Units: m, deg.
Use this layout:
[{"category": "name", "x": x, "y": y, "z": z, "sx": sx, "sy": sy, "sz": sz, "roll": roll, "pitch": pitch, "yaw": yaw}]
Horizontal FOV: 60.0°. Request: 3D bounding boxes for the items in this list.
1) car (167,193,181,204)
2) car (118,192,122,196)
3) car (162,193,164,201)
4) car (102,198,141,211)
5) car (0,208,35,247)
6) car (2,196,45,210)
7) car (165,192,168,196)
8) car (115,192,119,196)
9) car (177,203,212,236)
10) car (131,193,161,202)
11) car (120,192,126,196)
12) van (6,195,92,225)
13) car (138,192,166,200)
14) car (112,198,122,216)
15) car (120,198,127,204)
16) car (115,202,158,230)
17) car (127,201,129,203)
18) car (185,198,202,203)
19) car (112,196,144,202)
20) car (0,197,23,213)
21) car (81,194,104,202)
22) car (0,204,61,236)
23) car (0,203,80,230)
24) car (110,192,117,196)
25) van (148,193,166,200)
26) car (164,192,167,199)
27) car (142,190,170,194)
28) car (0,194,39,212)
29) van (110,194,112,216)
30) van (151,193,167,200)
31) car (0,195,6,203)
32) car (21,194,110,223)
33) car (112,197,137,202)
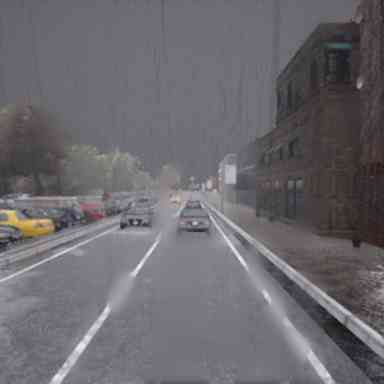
[{"category": "car", "x": -3.122, "y": 1.521, "z": 63.252, "sx": 1.882, "sy": 1.535, "sz": 5.008, "roll": 0, "pitch": 0, "yaw": 1}, {"category": "car", "x": -21.611, "y": 1.442, "z": 86.806, "sx": 4.792, "sy": 1.488, "sz": 2.163, "roll": 0, "pitch": 0, "yaw": 1}, {"category": "car", "x": -9.188, "y": 1.462, "z": 72.739, "sx": 4.674, "sy": 1.452, "sz": 2.002, "roll": 0, "pitch": 0, "yaw": 0}, {"category": "car", "x": -9.198, "y": 1.630, "z": 43.752, "sx": 4.674, "sy": 1.452, "sz": 2.002, "roll": -1, "pitch": 0, "yaw": 1}, {"category": "car", "x": -9.372, "y": 1.548, "z": 13.279, "sx": 4.892, "sy": 1.521, "sz": 2.231, "roll": 0, "pitch": 0, "yaw": 0}, {"category": "car", "x": -22.231, "y": 1.462, "z": 43.977, "sx": 4.553, "sy": 1.767, "sz": 2.185, "roll": 0, "pitch": 0, "yaw": 0}, {"category": "car", "x": -9.117, "y": 1.417, "z": 81.216, "sx": 5.008, "sy": 1.535, "sz": 2.097, "roll": 0, "pitch": 0, "yaw": 0}, {"category": "car", "x": -21.636, "y": 1.443, "z": 83.982, "sx": 4.792, "sy": 1.488, "sz": 2.163, "roll": 0, "pitch": 0, "yaw": 1}, {"category": "car", "x": 0.147, "y": 1.581, "z": 18.761, "sx": 2.033, "sy": 1.411, "sz": 5.357, "roll": 0, "pitch": 0, "yaw": 0}, {"category": "car", "x": -9.263, "y": 1.455, "z": 67.087, "sx": 4.792, "sy": 1.488, "sz": 2.163, "roll": 0, "pitch": 0, "yaw": 0}, {"category": "car", "x": -21.587, "y": 1.159, "z": 89.629, "sx": 5.566, "sy": 2.045, "sz": 2.435, "roll": 0, "pitch": 0, "yaw": 1}, {"category": "van", "x": -9.199, "y": 1.334, "z": 21.628, "sx": 4.442, "sy": 1.987, "sz": 1.878, "roll": 0, "pitch": 0, "yaw": 0}, {"category": "car", "x": -9.346, "y": 1.418, "z": 75.566, "sx": 5.366, "sy": 1.575, "sz": 1.946, "roll": 0, "pitch": 0, "yaw": 0}, {"category": "car", "x": -9.259, "y": 1.572, "z": 29.977, "sx": 4.892, "sy": 1.521, "sz": 2.231, "roll": 0, "pitch": 0, "yaw": 0}, {"category": "car", "x": -9.220, "y": 1.604, "z": 32.761, "sx": 4.792, "sy": 1.488, "sz": 2.163, "roll": 0, "pitch": 0, "yaw": 0}, {"category": "car", "x": -3.298, "y": 1.600, "z": 21.320, "sx": 1.994, "sy": 1.385, "sz": 4.181, "roll": 0, "pitch": 0, "yaw": 0}, {"category": "car", "x": -9.235, "y": 1.619, "z": 35.544, "sx": 4.674, "sy": 1.452, "sz": 2.002, "roll": 0, "pitch": 0, "yaw": 0}, {"category": "car", "x": 0.204, "y": 1.543, "z": 42.248, "sx": 2.128, "sy": 1.511, "sz": 4.902, "roll": 0, "pitch": 0, "yaw": 0}, {"category": "car", "x": -9.014, "y": 1.583, "z": 41.109, "sx": 5.366, "sy": 1.575, "sz": 1.946, "roll": 0, "pitch": 0, "yaw": 0}, {"category": "car", "x": -22.327, "y": 1.455, "z": 38.282, "sx": 4.553, "sy": 1.767, "sz": 2.185, "roll": 0, "pitch": 0, "yaw": 0}, {"category": "car", "x": -21.733, "y": 1.294, "z": 72.812, "sx": 4.553, "sy": 1.767, "sz": 2.185, "roll": 0, "pitch": 0, "yaw": 1}, {"category": "car", "x": -9.534, "y": 1.548, "z": 16.063, "sx": 5.366, "sy": 1.575, "sz": 1.946, "roll": 0, "pitch": 0, "yaw": 0}, {"category": "car", "x": -9.326, "y": 1.557, "z": 18.845, "sx": 4.892, "sy": 1.521, "sz": 2.231, "roll": 0, "pitch": 0, "yaw": 0}, {"category": "car", "x": -21.696, "y": 1.416, "z": 81.284, "sx": 4.892, "sy": 1.521, "sz": 2.231, "roll": 0, "pitch": 0, "yaw": 1}, {"category": "van", "x": -9.180, "y": 1.188, "z": 86.868, "sx": 4.442, "sy": 1.987, "sz": 1.878, "roll": 0, "pitch": 0, "yaw": 0}, {"category": "car", "x": -9.131, "y": 1.419, "z": 78.391, "sx": 5.008, "sy": 1.535, "sz": 2.097, "roll": 0, "pitch": 0, "yaw": 1}, {"category": "car", "x": -9.059, "y": 1.165, "z": 84.042, "sx": 5.566, "sy": 2.045, "sz": 2.435, "roll": 0, "pitch": 0, "yaw": 1}, {"category": "car", "x": -22.307, "y": 1.333, "z": 41.192, "sx": 5.566, "sy": 2.045, "sz": 2.435, "roll": 0, "pitch": 0, "yaw": 0}, {"category": "van", "x": -9.167, "y": 1.341, "z": 27.070, "sx": 4.442, "sy": 1.987, "sz": 1.878, "roll": 0, "pitch": 0, "yaw": 0}, {"category": "van", "x": -9.132, "y": 1.182, "z": 92.399, "sx": 4.442, "sy": 1.987, "sz": 1.878, "roll": 0, "pitch": 0, "yaw": 0}, {"category": "car", "x": -22.344, "y": 1.451, "z": 35.497, "sx": 4.553, "sy": 1.767, "sz": 2.185, "roll": 0, "pitch": 0, "yaw": 0}, {"category": "car", "x": -9.271, "y": 1.312, "z": 24.411, "sx": 5.566, "sy": 2.045, "sz": 2.435, "roll": 0, "pitch": 0, "yaw": 0}, {"category": "car", "x": -9.245, "y": 1.612, "z": 38.327, "sx": 4.792, "sy": 1.488, "sz": 2.163, "roll": 0, "pitch": 0, "yaw": 0}]
